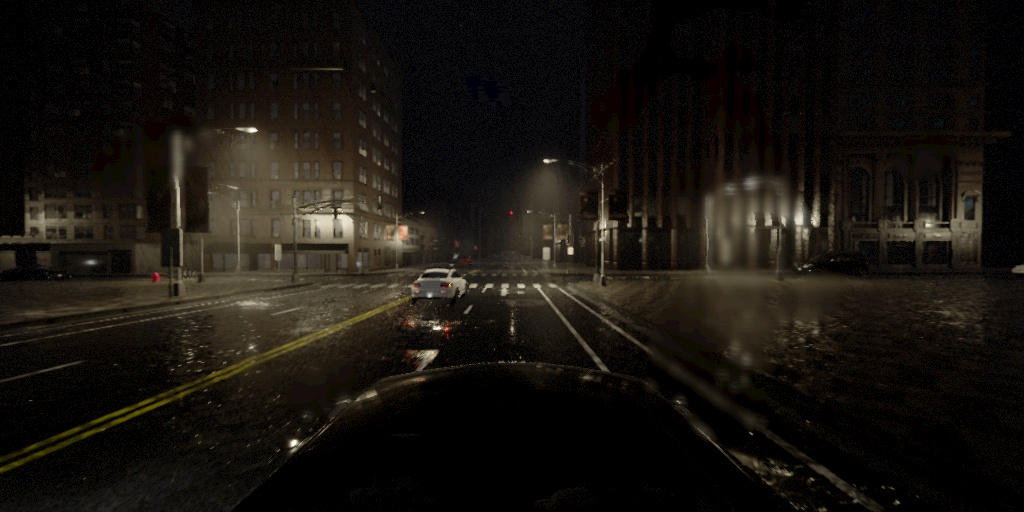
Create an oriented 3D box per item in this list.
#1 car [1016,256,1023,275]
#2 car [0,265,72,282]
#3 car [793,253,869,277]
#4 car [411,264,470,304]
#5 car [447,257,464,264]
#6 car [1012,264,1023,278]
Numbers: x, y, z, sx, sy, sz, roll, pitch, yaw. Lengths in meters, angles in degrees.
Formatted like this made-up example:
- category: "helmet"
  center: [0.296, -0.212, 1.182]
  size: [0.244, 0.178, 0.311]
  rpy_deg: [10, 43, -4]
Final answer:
- category: "car"
  center: [48.642, 0.871, 31.939]
  size: [4.553, 1.767, 2.097]
  rpy_deg: [0, 1, 0]
- category: "car"
  center: [-39.876, 1.452, 30.064]
  size: [4.181, 1.385, 1.994]
  rpy_deg: [0, 1, 1]
- category: "car"
  center: [28.402, 0.803, 31.968]
  size: [5.566, 2.045, 2.150]
  rpy_deg: [0, 1, 0]
- category: "car"
  center: [-3.144, 1.266, 16.017]
  size: [1.812, 1.442, 4.674]
  rpy_deg: [0, 0, 0]
- category: "car"
  center: [-9.750, 1.272, 60.224]
  size: [1.812, 1.442, 4.674]
  rpy_deg: [0, 0, 1]
- category: "car"
  center: [43.395, 1.101, 28.882]
  size: [4.674, 1.442, 1.812]
  rpy_deg: [0, 1, 0]
